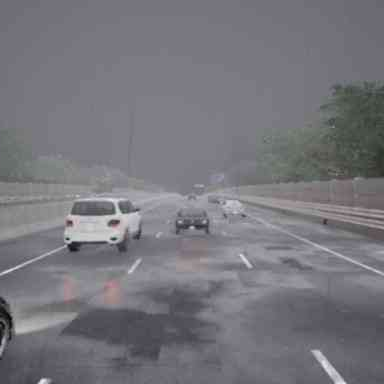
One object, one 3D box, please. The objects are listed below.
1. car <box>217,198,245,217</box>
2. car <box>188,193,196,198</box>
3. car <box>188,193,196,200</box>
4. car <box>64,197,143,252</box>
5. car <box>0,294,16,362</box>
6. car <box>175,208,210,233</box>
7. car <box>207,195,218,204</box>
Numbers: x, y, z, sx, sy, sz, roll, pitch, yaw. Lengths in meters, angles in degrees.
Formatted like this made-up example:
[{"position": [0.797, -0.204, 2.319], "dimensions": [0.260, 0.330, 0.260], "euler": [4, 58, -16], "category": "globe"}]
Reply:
[{"position": [3.609, 1.454, 29.866], "dimensions": [1.812, 1.442, 4.674], "euler": [0, 0, 0], "category": "car"}, {"position": [0.029, 1.020, 94.189], "dimensions": [2.128, 1.511, 4.902], "euler": [0, 0, 0], "category": "car"}, {"position": [0.024, 1.058, 78.675], "dimensions": [1.837, 1.490, 4.892], "euler": [0, 0, 0], "category": "car"}, {"position": [-3.495, 1.226, 14.073], "dimensions": [2.150, 2.045, 5.566], "euler": [0, 0, 0], "category": "car"}, {"position": [-3.499, 1.570, 3.038], "dimensions": [1.994, 1.385, 4.181], "euler": [0, 0, 0], "category": "car"}, {"position": [0.016, 1.590, 19.633], "dimensions": [1.895, 1.301, 4.718], "euler": [0, 0, 0], "category": "car"}, {"position": [3.618, 1.241, 56.297], "dimensions": [2.033, 1.411, 5.357], "euler": [0, 0, 0], "category": "car"}]
